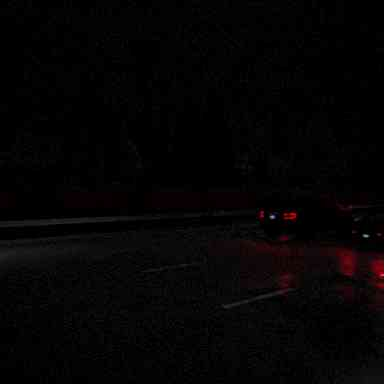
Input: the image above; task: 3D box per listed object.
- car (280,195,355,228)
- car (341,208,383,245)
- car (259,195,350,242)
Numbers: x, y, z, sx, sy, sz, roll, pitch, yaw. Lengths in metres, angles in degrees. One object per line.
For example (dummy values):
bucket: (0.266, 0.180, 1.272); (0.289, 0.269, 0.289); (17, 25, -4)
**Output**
car: (8.812, 1.218, 23.096); (5.566, 2.045, 2.150); (0, 0, -36)
car: (8.659, 1.524, 14.336); (4.674, 1.442, 1.812); (0, 0, -36)
car: (5.789, 1.219, 16.576); (5.566, 2.045, 2.150); (0, 0, -36)
